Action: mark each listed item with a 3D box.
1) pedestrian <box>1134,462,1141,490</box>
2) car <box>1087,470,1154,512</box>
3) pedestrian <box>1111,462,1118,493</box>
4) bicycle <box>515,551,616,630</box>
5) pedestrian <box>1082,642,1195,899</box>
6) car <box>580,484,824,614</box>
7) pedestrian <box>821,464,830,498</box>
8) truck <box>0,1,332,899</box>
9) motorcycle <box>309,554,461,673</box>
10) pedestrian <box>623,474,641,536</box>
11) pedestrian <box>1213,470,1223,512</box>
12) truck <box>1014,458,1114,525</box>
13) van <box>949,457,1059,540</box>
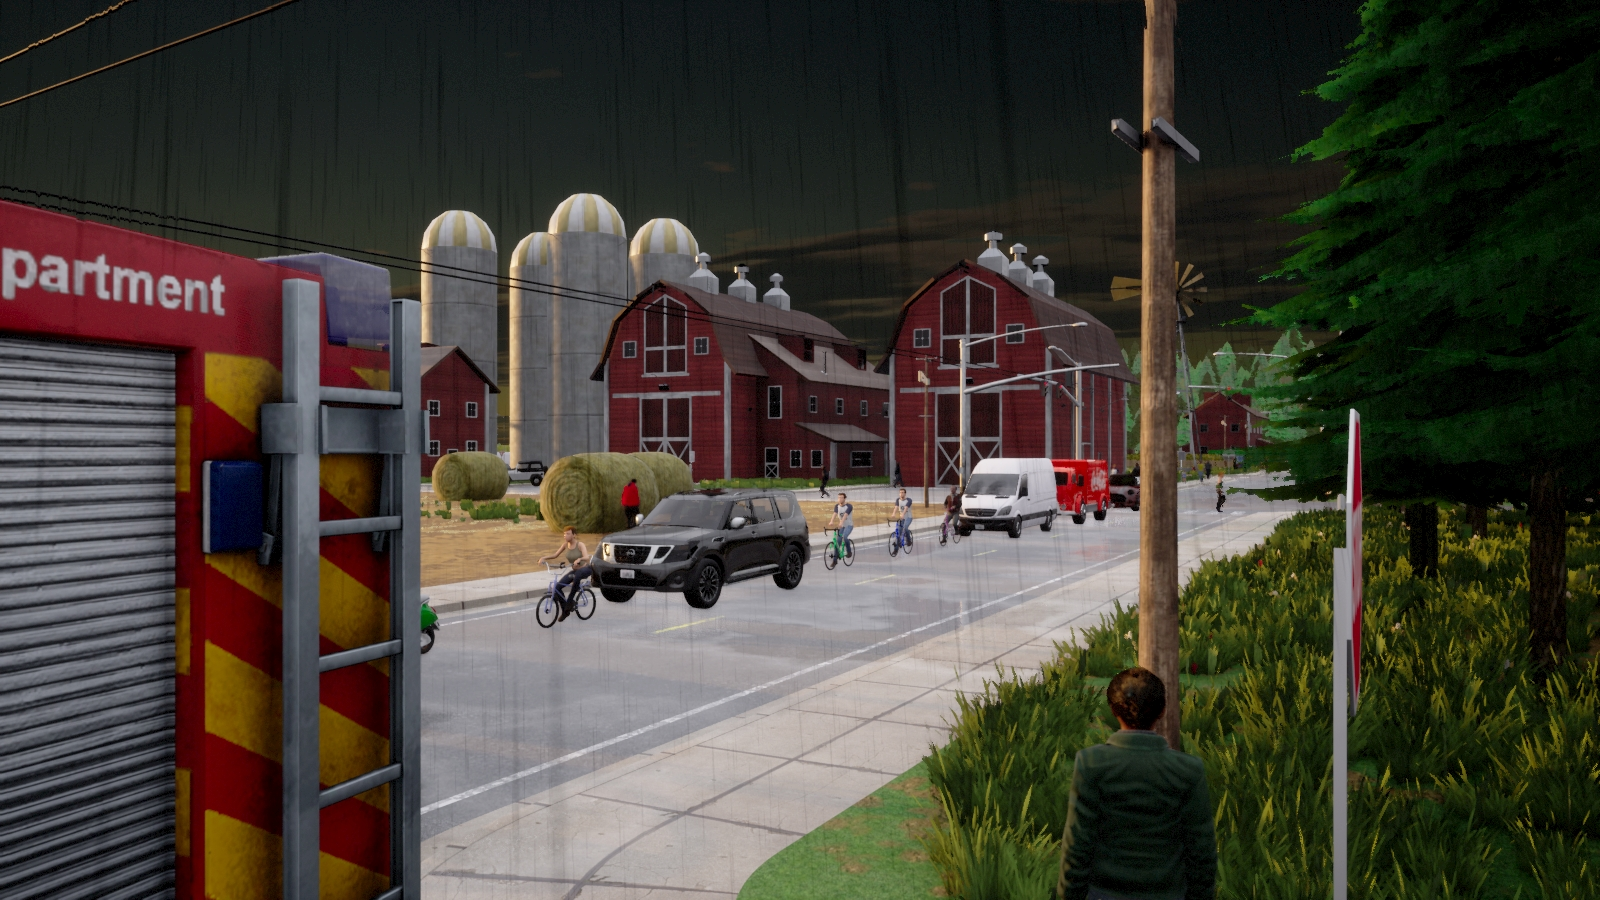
[{"bbox_3d":[22.396,1.696,75.796,0.375,1.860,0.375,0,0,26],"label":"pedestrian"},{"bbox_3d":[15.241,1.894,54.163,2.097,1.767,4.553,0,0,28],"label":"car"},{"bbox_3d":[19.419,1.694,70.545,0.375,1.860,0.375,0,0,32],"label":"pedestrian"},{"bbox_3d":[-3.789,2.256,18.588,0.859,1.080,1.487,0,0,28],"label":"bicycle"},{"bbox_3d":[1.216,1.663,4.141,0.375,1.860,0.375,0,0,14],"label":"pedestrian"},{"bbox_3d":[-1.718,1.779,22.435,2.150,2.045,5.566,0,0,27],"label":"car"},{"bbox_3d":[1.388,1.669,61.507,0.375,1.860,0.375,0,0,27],"label":"pedestrian"},{"bbox_3d":[-5.987,0.867,3.781,8.468,3.827,2.891,0,0,20],"label":"truck"},{"bbox_3d":[-5.525,2.142,15.317,0.856,1.316,1.805,0,0,28],"label":"motorcycle"},{"bbox_3d":[-5.152,1.681,35.007,0.375,1.860,0.375,0,0,34],"label":"pedestrian"},{"bbox_3d":[18.709,1.841,51.143,0.375,1.860,0.375,0,0,23],"label":"pedestrian"},{"bbox_3d":[10.562,1.568,45.376,2.627,2.467,5.204,0,0,28],"label":"truck"},{"bbox_3d":[7.070,1.534,38.951,1.988,2.561,5.915,0,0,28],"label":"van"}]
